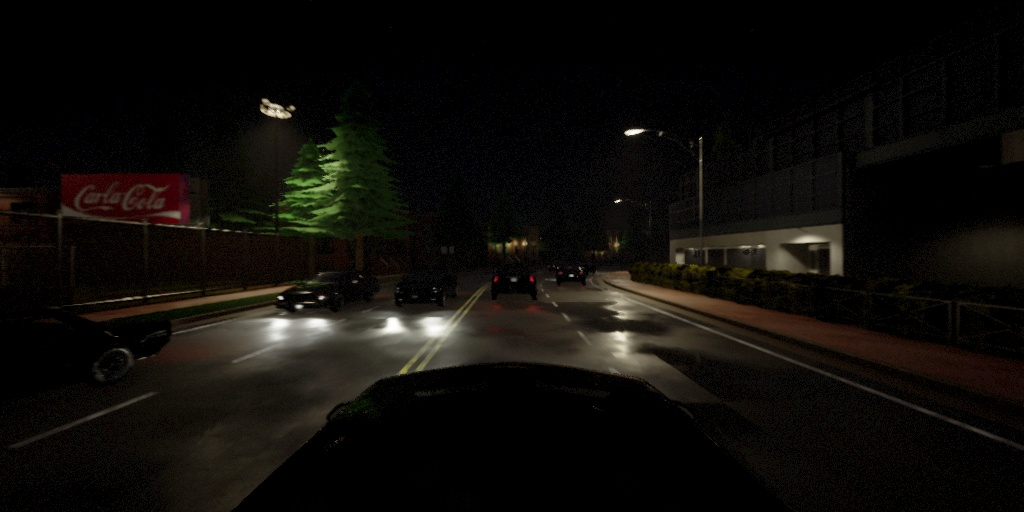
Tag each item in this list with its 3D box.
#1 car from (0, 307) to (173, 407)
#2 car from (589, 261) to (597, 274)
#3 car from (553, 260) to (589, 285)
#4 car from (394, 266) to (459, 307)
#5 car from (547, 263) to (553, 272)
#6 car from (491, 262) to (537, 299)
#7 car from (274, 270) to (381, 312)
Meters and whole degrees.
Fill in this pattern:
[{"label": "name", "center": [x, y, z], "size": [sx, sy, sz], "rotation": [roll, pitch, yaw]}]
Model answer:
[{"label": "car", "center": [-7.096, 1.372, 4.232], "size": [1.895, 1.301, 4.718], "rotation": [0, 0, 0]}, {"label": "car", "center": [7.272, 1.174, 36.717], "size": [2.033, 1.411, 5.357], "rotation": [0, 0, 26]}, {"label": "car", "center": [4.121, 1.234, 25.399], "size": [1.994, 1.385, 4.181], "rotation": [0, 0, 7]}, {"label": "car", "center": [-3.517, 1.208, 15.489], "size": [1.882, 1.535, 5.008], "rotation": [0, 0, 0]}, {"label": "car", "center": [5.875, 1.166, 41.641], "size": [2.033, 1.411, 5.357], "rotation": [0, 0, 30]}, {"label": "car", "center": [0.134, 1.058, 17.903], "size": [2.097, 1.767, 4.553], "rotation": [0, 0, 1]}, {"label": "car", "center": [-7.056, 1.291, 14.535], "size": [2.033, 1.411, 5.357], "rotation": [0, 0, 0]}]
